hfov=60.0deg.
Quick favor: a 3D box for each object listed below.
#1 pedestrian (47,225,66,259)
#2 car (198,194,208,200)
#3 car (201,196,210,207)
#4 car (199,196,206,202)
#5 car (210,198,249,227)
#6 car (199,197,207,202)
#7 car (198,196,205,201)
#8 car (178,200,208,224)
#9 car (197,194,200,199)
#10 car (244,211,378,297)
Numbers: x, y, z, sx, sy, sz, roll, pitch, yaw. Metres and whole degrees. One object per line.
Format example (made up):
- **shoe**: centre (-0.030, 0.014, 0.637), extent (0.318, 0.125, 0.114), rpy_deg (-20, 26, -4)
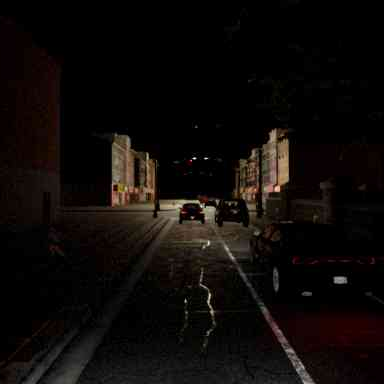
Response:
- **pedestrian**: centre (-4.245, 1.526, 10.412), extent (0.500, 1.100, 0.500), rpy_deg (1, -1, -10)
- **car**: centre (2.655, 1.685, 65.552), extent (1.887, 1.381, 4.507), rpy_deg (1, 0, 0)
- **car**: centre (2.653, 1.629, 49.240), extent (1.887, 1.381, 4.507), rpy_deg (1, 0, 0)
- **car**: centre (2.658, 1.815, 87.301), extent (1.802, 1.307, 4.206), rpy_deg (0, 0, 0)
- **car**: centre (2.653, 1.338, 22.810), extent (2.192, 1.841, 5.009), rpy_deg (1, 0, 0)
- **car**: centre (2.657, 1.789, 81.863), extent (1.802, 1.307, 4.206), rpy_deg (0, 0, 0)
- **car**: centre (2.659, 1.810, 92.739), extent (2.008, 1.369, 4.403), rpy_deg (0, 0, 0)
- **car**: centre (-0.048, 1.552, 24.961), extent (1.812, 1.442, 4.674), rpy_deg (0, 0, -2)
- **car**: centre (2.658, 1.476, 70.990), extent (2.192, 1.841, 5.009), rpy_deg (1, 0, 0)
- **car**: centre (2.752, 1.483, 8.644), extent (1.882, 1.535, 5.008), rpy_deg (0, 0, 0)
